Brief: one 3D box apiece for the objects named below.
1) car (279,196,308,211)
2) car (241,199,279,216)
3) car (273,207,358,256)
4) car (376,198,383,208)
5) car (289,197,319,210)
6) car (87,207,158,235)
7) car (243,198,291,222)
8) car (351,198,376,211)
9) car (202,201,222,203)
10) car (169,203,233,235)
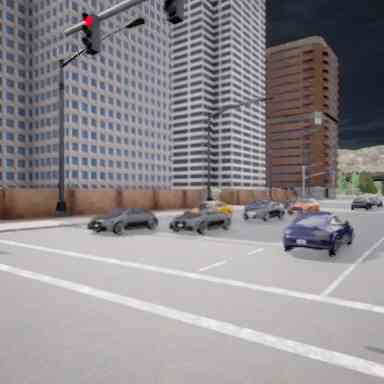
[{"bbox_3d":[12.934,1.367,42.106,2.097,1.767,4.553,0,0,36],"label":"car"},{"bbox_3d":[7.036,1.493,34.053,1.882,1.535,5.008,0,0,36],"label":"car"},{"bbox_3d":[5.051,1.530,13.152,1.812,1.442,4.674,0,0,36],"label":"car"},{"bbox_3d":[26.713,1.555,48.874,2.033,1.411,5.357,0,0,36],"label":"car"},{"bbox_3d":[11.526,1.364,34.264,2.097,1.767,4.553,0,0,36],"label":"car"},{"bbox_3d":[-3.858,1.580,19.065,1.994,1.385,4.181,0,0,36],"label":"car"},{"bbox_3d":[5.749,1.503,26.346,2.128,1.511,4.902,0,0,36],"label":"car"},{"bbox_3d":[20.741,1.512,40.667,1.837,1.490,4.892,0,0,36],"label":"car"},{"bbox_3d":[1.417,1.493,26.343,1.882,1.535,5.008,0,0,36],"label":"car"},{"bbox_3d":[0.546,1.576,19.189,1.994,1.385,4.181,0,0,36],"label":"car"}]
